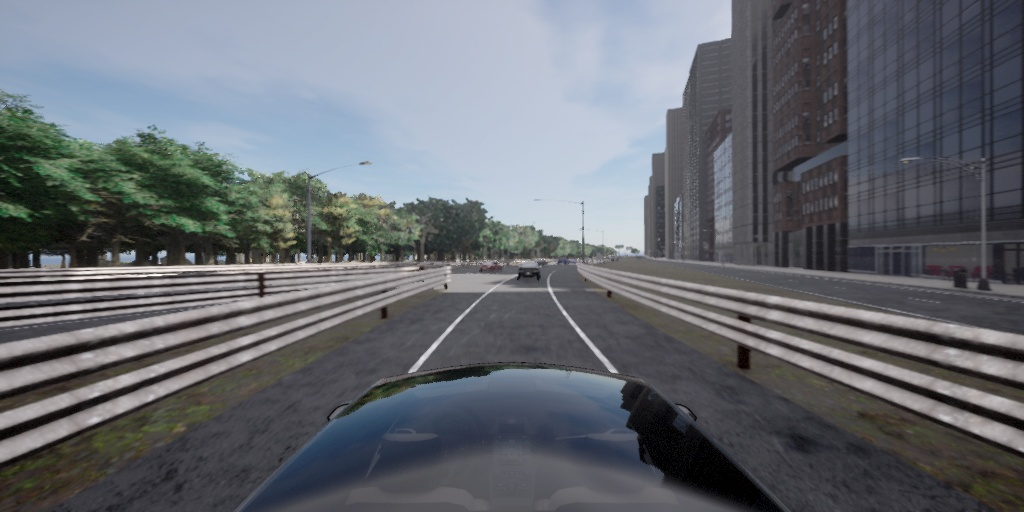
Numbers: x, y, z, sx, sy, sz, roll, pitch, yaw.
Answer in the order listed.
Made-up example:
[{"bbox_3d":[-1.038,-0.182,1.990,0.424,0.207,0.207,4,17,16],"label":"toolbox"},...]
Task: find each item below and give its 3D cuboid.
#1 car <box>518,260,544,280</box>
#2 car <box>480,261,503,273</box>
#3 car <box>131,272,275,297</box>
[{"bbox_3d":[1.599,1.272,31.873,1.882,1.535,5.008,-1,0,6],"label":"car"},{"bbox_3d":[-2.740,1.406,47.182,1.812,1.442,4.674,0,0,19],"label":"car"},{"bbox_3d":[-13.271,1.367,15.923,1.895,1.301,4.718,0,0,19],"label":"car"}]
